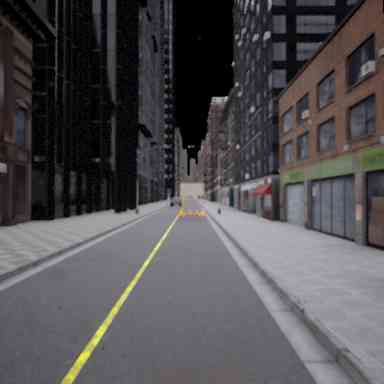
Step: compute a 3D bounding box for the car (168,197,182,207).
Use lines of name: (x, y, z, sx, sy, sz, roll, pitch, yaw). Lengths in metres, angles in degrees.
car: (-3.059, 1.910, 64.984, 2.150, 2.045, 5.566, 0, 0, 0)

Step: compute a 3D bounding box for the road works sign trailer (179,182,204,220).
road works sign trailer: (-0.021, 0.801, 32.121, 2.380, 3.560, 2.880, 0, -1, 0)
